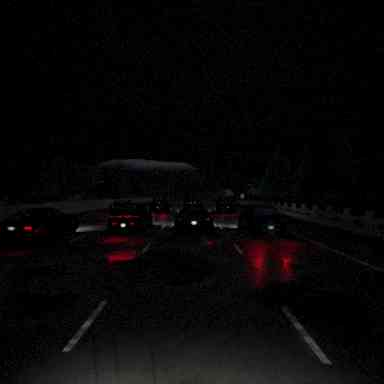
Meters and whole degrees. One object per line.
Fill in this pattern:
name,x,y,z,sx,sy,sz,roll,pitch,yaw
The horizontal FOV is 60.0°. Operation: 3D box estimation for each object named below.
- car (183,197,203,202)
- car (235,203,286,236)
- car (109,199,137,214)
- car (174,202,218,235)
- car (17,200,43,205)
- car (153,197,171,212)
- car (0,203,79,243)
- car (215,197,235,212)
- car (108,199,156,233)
car,0.098,1.326,35.603,2.128,1.511,4.902,0,0,0
car,3.599,1.401,17.443,1.812,1.442,4.674,0,0,0
car,-6.901,1.430,33.898,1.895,1.301,4.718,0,0,0
car,0.099,1.436,17.944,1.994,1.385,4.181,0,0,0
car,-17.599,1.381,35.287,2.033,1.411,5.357,0,0,0
car,-3.401,1.326,35.608,2.128,1.511,4.902,0,0,0
car,-6.900,1.439,15.268,2.033,1.411,5.357,0,0,0
car,3.599,1.326,35.603,2.128,1.511,4.902,0,0,0
car,-3.401,1.372,18.847,1.837,1.490,4.892,0,0,0
